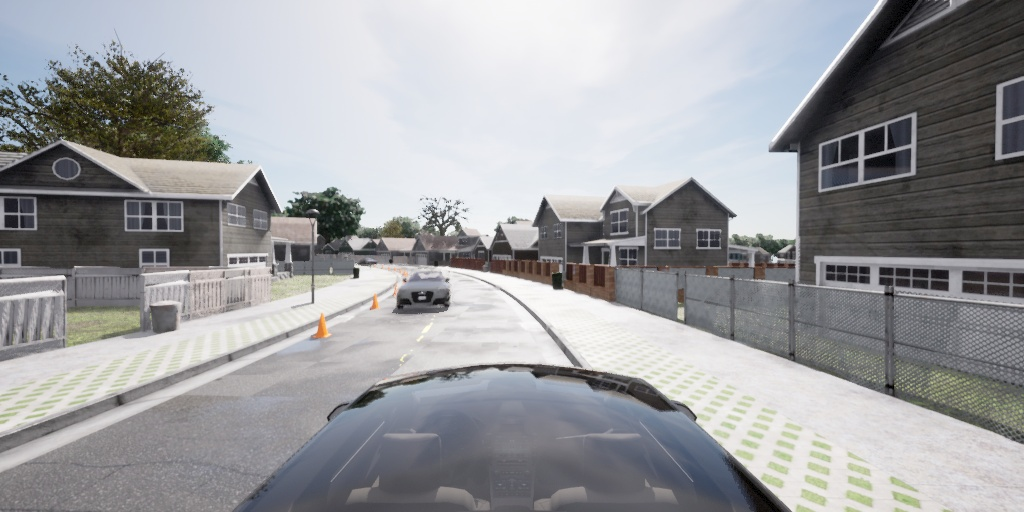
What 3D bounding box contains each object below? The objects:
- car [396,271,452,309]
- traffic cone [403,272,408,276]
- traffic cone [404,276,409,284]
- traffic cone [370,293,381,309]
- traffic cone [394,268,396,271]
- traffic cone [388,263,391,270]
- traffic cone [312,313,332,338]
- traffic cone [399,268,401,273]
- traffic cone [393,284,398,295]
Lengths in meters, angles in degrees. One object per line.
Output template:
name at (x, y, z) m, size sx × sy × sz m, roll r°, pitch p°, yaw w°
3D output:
car at (-3.542, 1.337, 14.997) m, size 1.994 × 1.385 × 4.181 m, roll 0°, pitch 0°, yaw -8°
traffic cone at (-8.193, 1.742, 28.179) m, size 0.340 × 0.580 × 0.340 m, roll 0°, pitch 0°, yaw -16°
traffic cone at (-6.997, 1.746, 23.444) m, size 0.340 × 0.580 × 0.340 m, roll 0°, pitch 0°, yaw -13°
traffic cone at (-5.273, 1.729, 13.831) m, size 0.340 × 0.580 × 0.340 m, roll 0°, pitch 0°, yaw -7°
traffic cone at (-15.146, 1.652, 46.407) m, size 0.340 × 0.580 × 0.340 m, roll 0°, pitch 0°, yaw -26°
traffic cone at (-17.407, 1.616, 50.736) m, size 0.340 × 0.580 × 0.340 m, roll 0°, pitch 0°, yaw -29°
traffic cone at (-4.751, 1.717, 8.975) m, size 0.340 × 0.580 × 0.340 m, roll 0°, pitch 0°, yaw -5°
traffic cone at (-13.090, 1.686, 41.977) m, size 0.340 × 0.580 × 0.340 m, roll 0°, pitch 0°, yaw -24°
traffic cone at (-6.023, 1.741, 18.658) m, size 0.340 × 0.580 × 0.340 m, roll 0°, pitch 0°, yaw -10°
